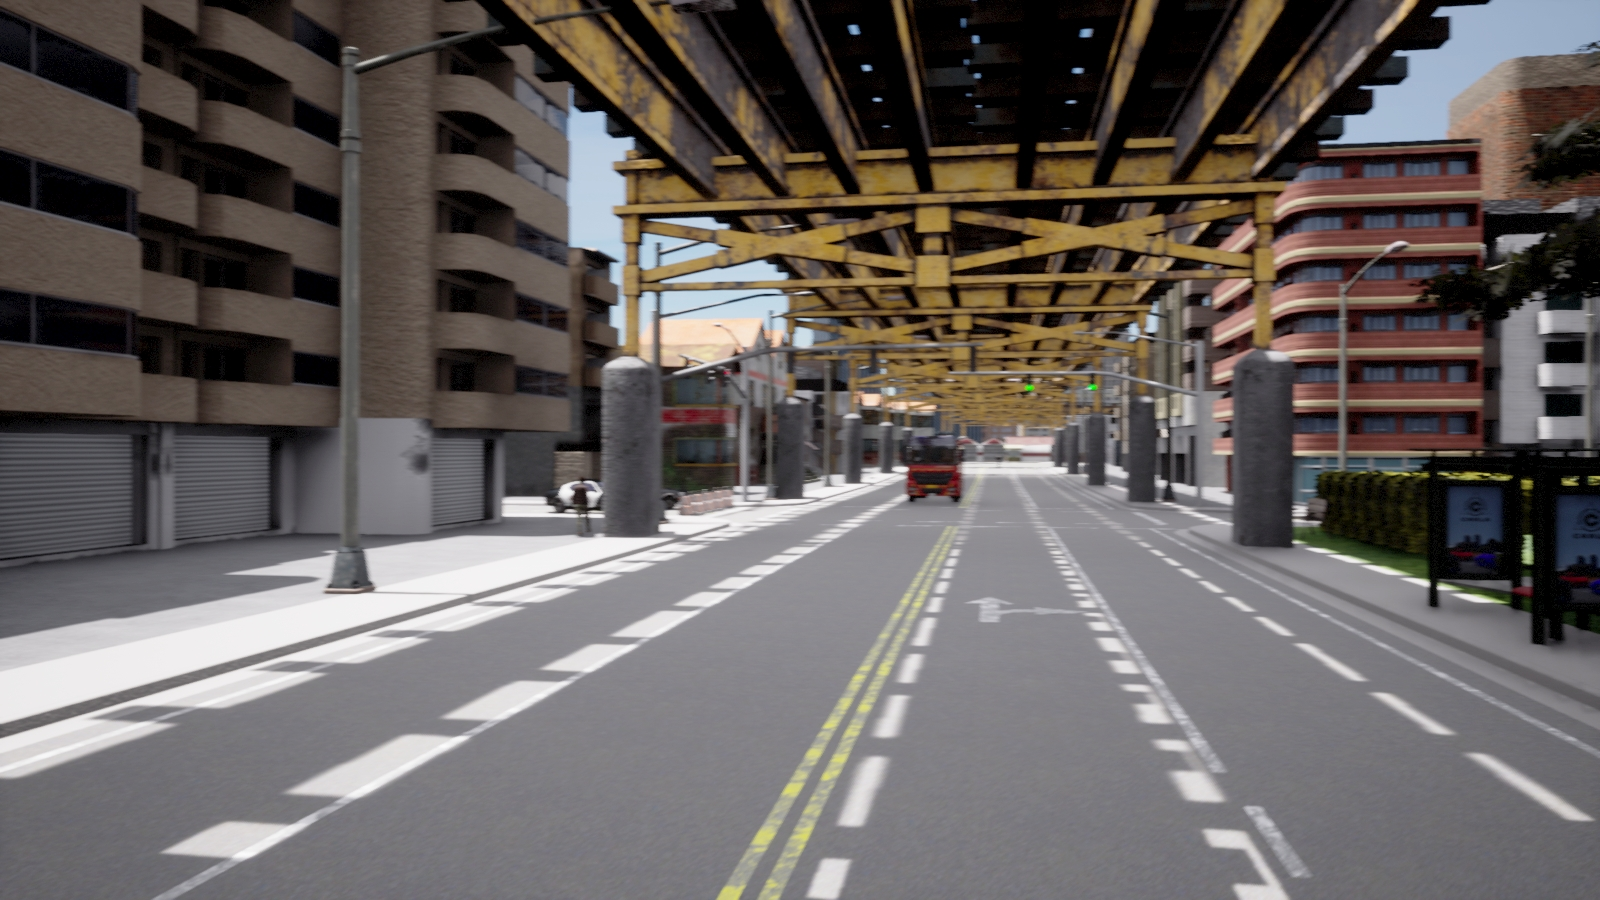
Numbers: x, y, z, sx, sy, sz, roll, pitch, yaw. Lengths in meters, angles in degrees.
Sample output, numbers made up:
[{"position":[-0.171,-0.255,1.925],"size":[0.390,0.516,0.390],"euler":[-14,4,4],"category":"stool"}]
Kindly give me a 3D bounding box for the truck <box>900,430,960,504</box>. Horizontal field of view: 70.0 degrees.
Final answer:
[{"position":[7.371,0.893,63.976],"size":[2.891,3.827,8.468],"euler":[0,0,10],"category":"truck"}]

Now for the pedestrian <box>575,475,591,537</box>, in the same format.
[{"position":[-6.604,1.685,34.750],"size":[0.375,1.860,0.375],"euler":[0,0,9],"category":"pedestrian"}]
